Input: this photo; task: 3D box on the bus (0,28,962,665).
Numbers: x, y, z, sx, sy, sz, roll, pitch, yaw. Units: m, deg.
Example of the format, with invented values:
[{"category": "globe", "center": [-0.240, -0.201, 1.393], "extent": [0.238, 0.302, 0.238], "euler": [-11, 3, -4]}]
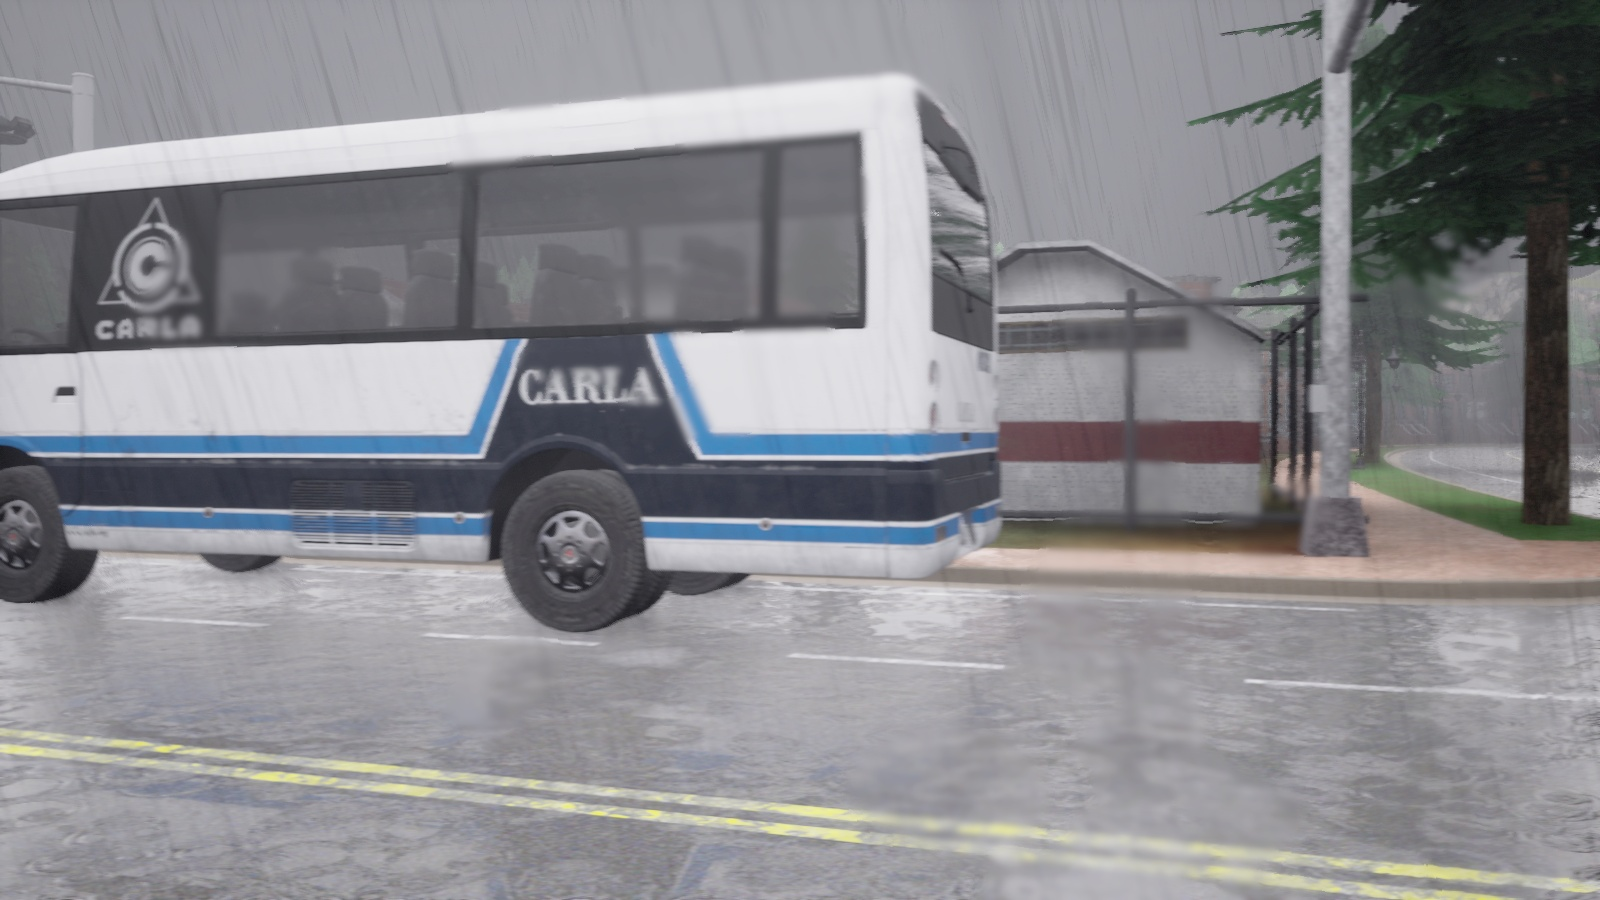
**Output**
[{"category": "bus", "center": [-3.939, -0.755, 11.885], "extent": [10.273, 4.253, 3.944], "euler": [1, 1, 18]}]
